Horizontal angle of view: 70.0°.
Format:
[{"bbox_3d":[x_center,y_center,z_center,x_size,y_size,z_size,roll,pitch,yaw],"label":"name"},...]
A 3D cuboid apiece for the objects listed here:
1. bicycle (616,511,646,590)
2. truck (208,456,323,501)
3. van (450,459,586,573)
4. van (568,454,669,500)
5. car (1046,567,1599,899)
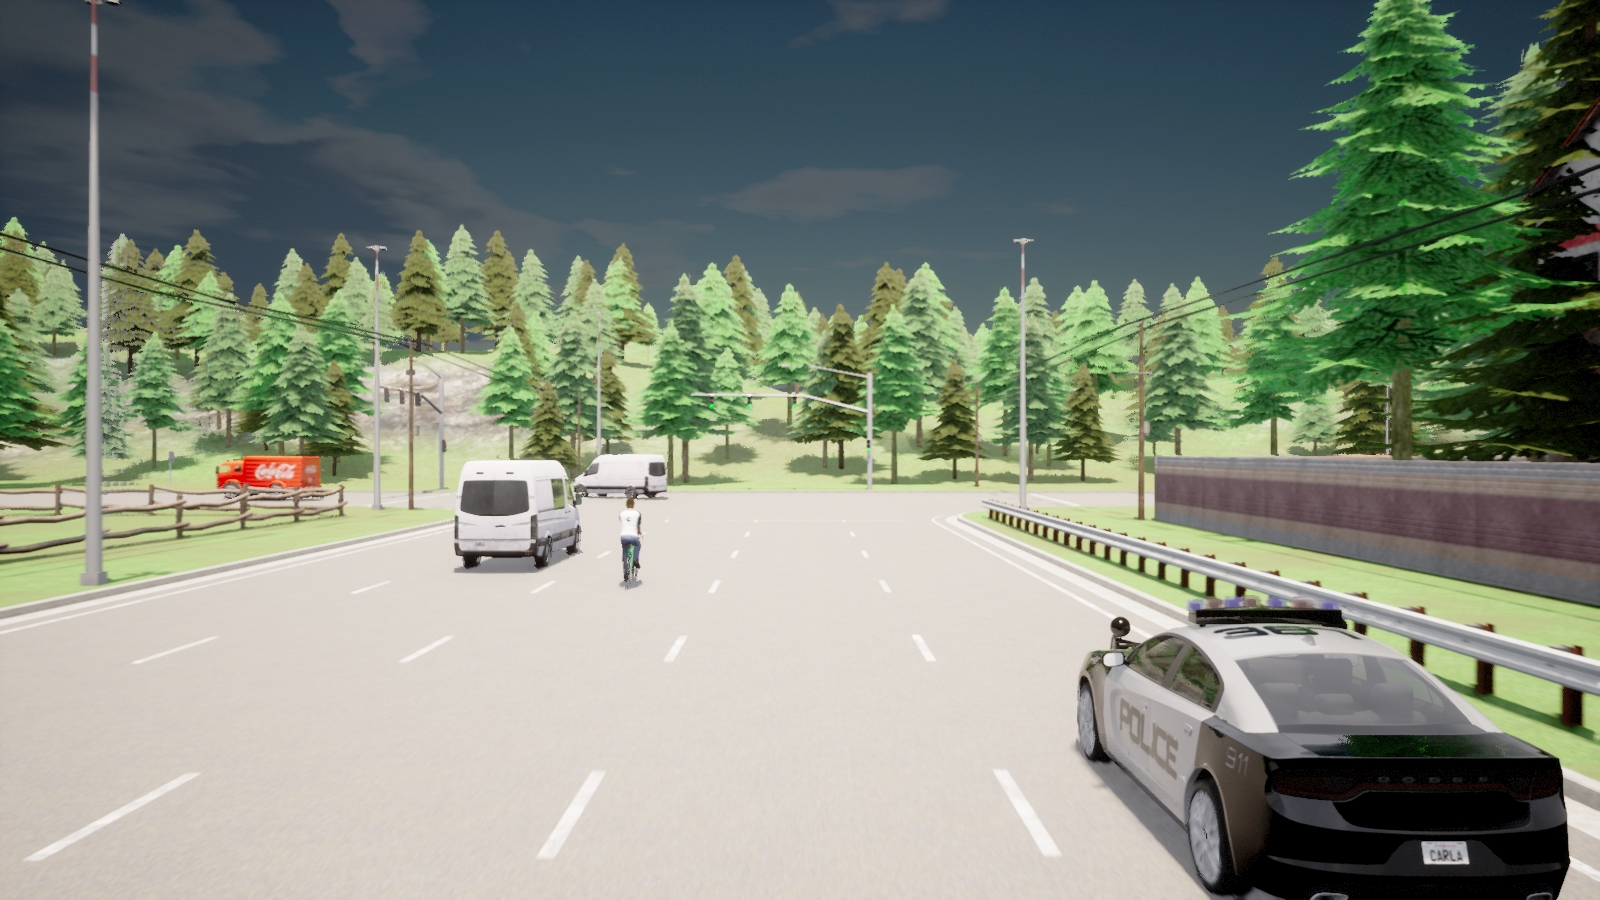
[{"bbox_3d":[-3.502,2.056,23.726,0.373,1.496,1.643,0,0,0],"label":"bicycle"},{"bbox_3d":[-29.864,1.570,63.982,5.204,2.467,2.627,0,0,3],"label":"truck"},{"bbox_3d":[-6.997,1.534,29.046,1.988,2.561,5.915,0,0,0],"label":"van"},{"bbox_3d":[-10.573,1.534,66.419,5.915,2.561,1.988,0,0,31],"label":"van"},{"bbox_3d":[3.499,1.982,8.783,2.097,1.638,5.238,0,0,0],"label":"car"}]
